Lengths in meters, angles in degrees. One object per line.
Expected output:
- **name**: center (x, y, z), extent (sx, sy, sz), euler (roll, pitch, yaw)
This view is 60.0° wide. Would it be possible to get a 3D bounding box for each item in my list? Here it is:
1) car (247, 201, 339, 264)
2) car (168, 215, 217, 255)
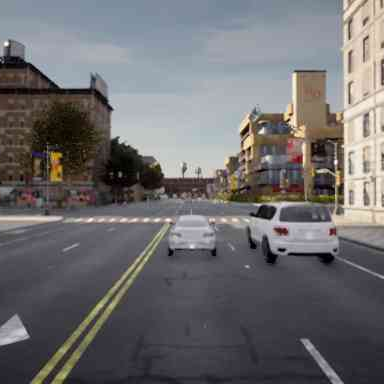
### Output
- **car**: center (3.505, 1.360, 12.580), extent (2.150, 2.045, 5.566), euler (0, 0, 0)
- **car**: center (0.010, 1.674, 13.890), extent (1.812, 1.442, 4.674), euler (0, 0, 0)
